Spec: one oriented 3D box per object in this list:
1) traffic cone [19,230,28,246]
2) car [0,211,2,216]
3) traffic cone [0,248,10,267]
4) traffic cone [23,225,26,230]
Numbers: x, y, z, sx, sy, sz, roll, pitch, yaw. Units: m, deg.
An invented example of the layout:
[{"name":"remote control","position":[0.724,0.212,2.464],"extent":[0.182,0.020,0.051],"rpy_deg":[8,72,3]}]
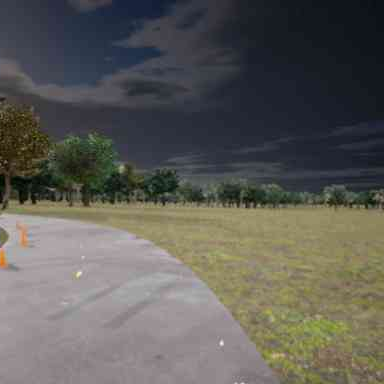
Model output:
[{"name":"traffic cone","position":[-7.725,2.155,15.208],"extent":[0.340,0.580,0.340],"rpy_deg":[0,-1,-23]},{"name":"car","position":[-21.685,1.925,34.423],"extent":[5.357,1.411,2.033],"rpy_deg":[0,-1,38]},{"name":"traffic cone","position":[-6.129,2.103,10.760],"extent":[0.340,0.580,0.340],"rpy_deg":[0,-1,-17]},{"name":"traffic cone","position":[-9.799,2.202,19.453],"extent":[0.340,0.580,0.340],"rpy_deg":[1,-1,-29]}]
